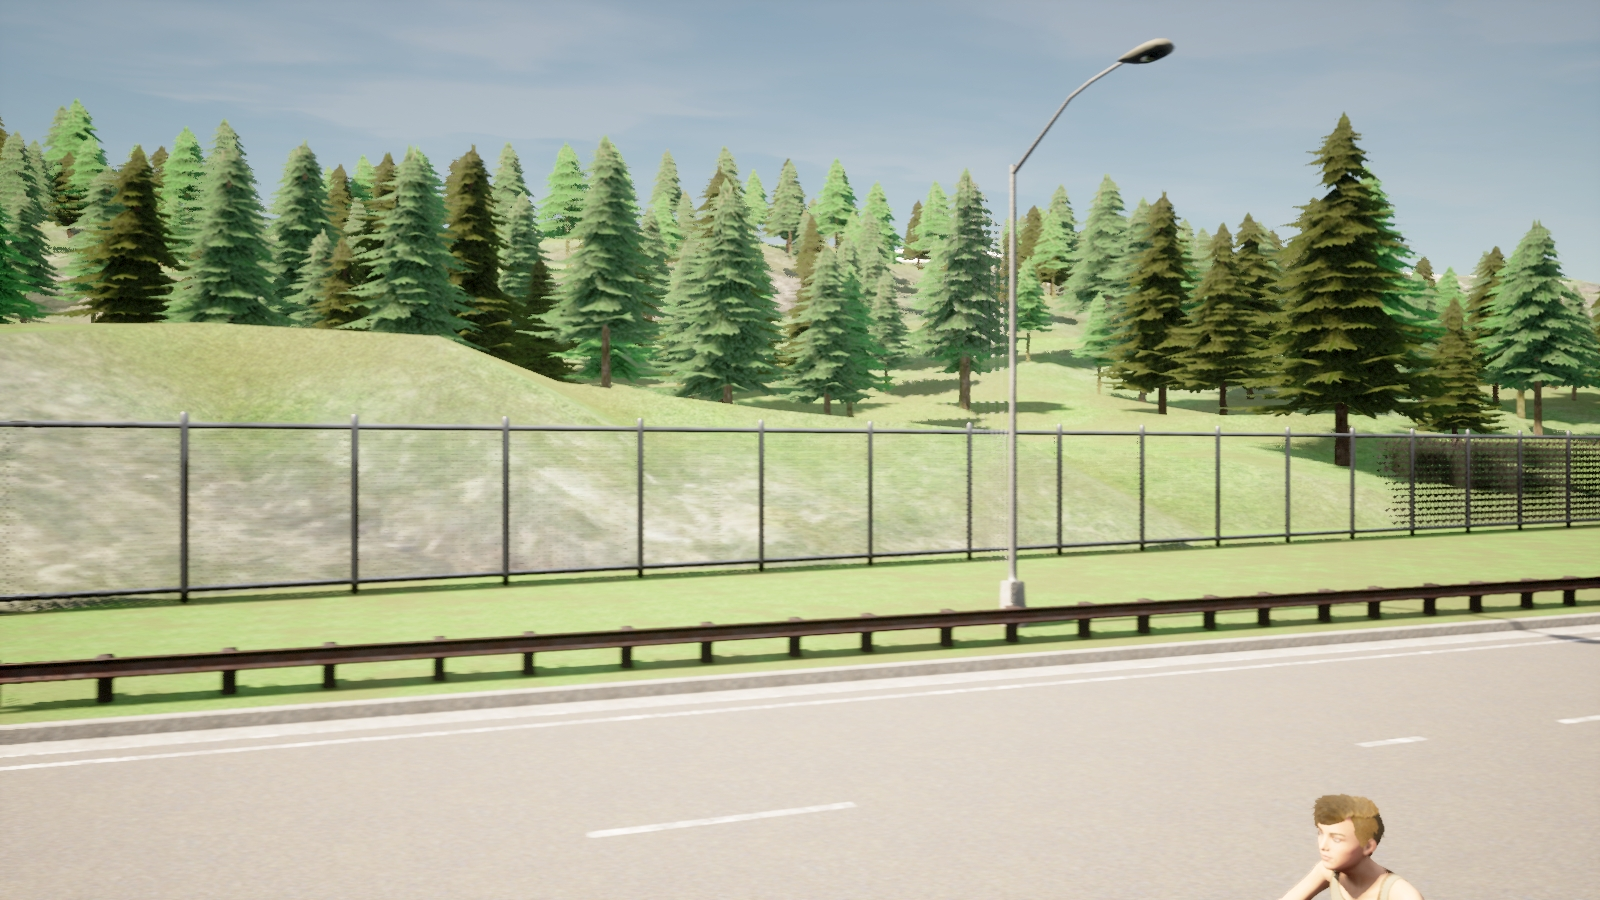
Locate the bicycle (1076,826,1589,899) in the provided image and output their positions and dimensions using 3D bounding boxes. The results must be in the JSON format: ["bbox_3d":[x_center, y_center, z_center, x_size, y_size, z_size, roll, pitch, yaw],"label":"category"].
[{"bbox_3d":[1.838,2.158,3.955,1.487,1.277,0.859,0,0,-20],"label":"bicycle"}]
